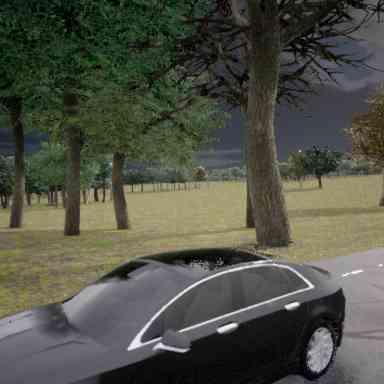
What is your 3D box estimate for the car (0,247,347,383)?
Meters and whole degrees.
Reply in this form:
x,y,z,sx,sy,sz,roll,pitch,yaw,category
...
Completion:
x,y,z,sx,sy,sz,roll,pitch,yaw,category
-0.120,1.504,3.906,4.892,1.490,1.837,0,0,-35,car
